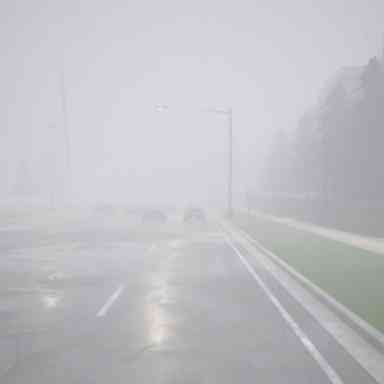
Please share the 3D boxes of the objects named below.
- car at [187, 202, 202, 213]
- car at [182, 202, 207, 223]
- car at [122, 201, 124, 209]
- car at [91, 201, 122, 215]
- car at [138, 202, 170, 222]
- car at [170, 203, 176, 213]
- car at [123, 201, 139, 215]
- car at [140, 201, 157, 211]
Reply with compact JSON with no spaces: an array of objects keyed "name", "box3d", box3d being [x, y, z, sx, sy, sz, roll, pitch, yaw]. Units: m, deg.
[{"name":"car","box3d":[0.329,2.076,45.490,1.994,1.385,4.181,0,-1,1]},{"name":"car","box3d":[0.222,1.835,29.277,1.837,1.490,4.892,0,-1,1]},{"name":"car","box3d":[-10.120,2.041,49.586,1.812,1.442,4.674,0,-1,0]},{"name":"car","box3d":[-10.182,1.943,38.914,2.033,1.411,5.357,0,-1,1]},{"name":"car","box3d":[-3.279,1.843,29.438,1.812,1.442,4.674,0,-1,0]},{"name":"car","box3d":[-3.186,2.086,44.431,1.895,1.301,4.718,0,-1,1]},{"name":"car","box3d":[-6.672,1.992,40.568,1.994,1.385,4.181,0,-1,0]},{"name":"car","box3d":[-6.614,2.142,50.636,1.895,1.301,4.718,0,-1,0]}]
